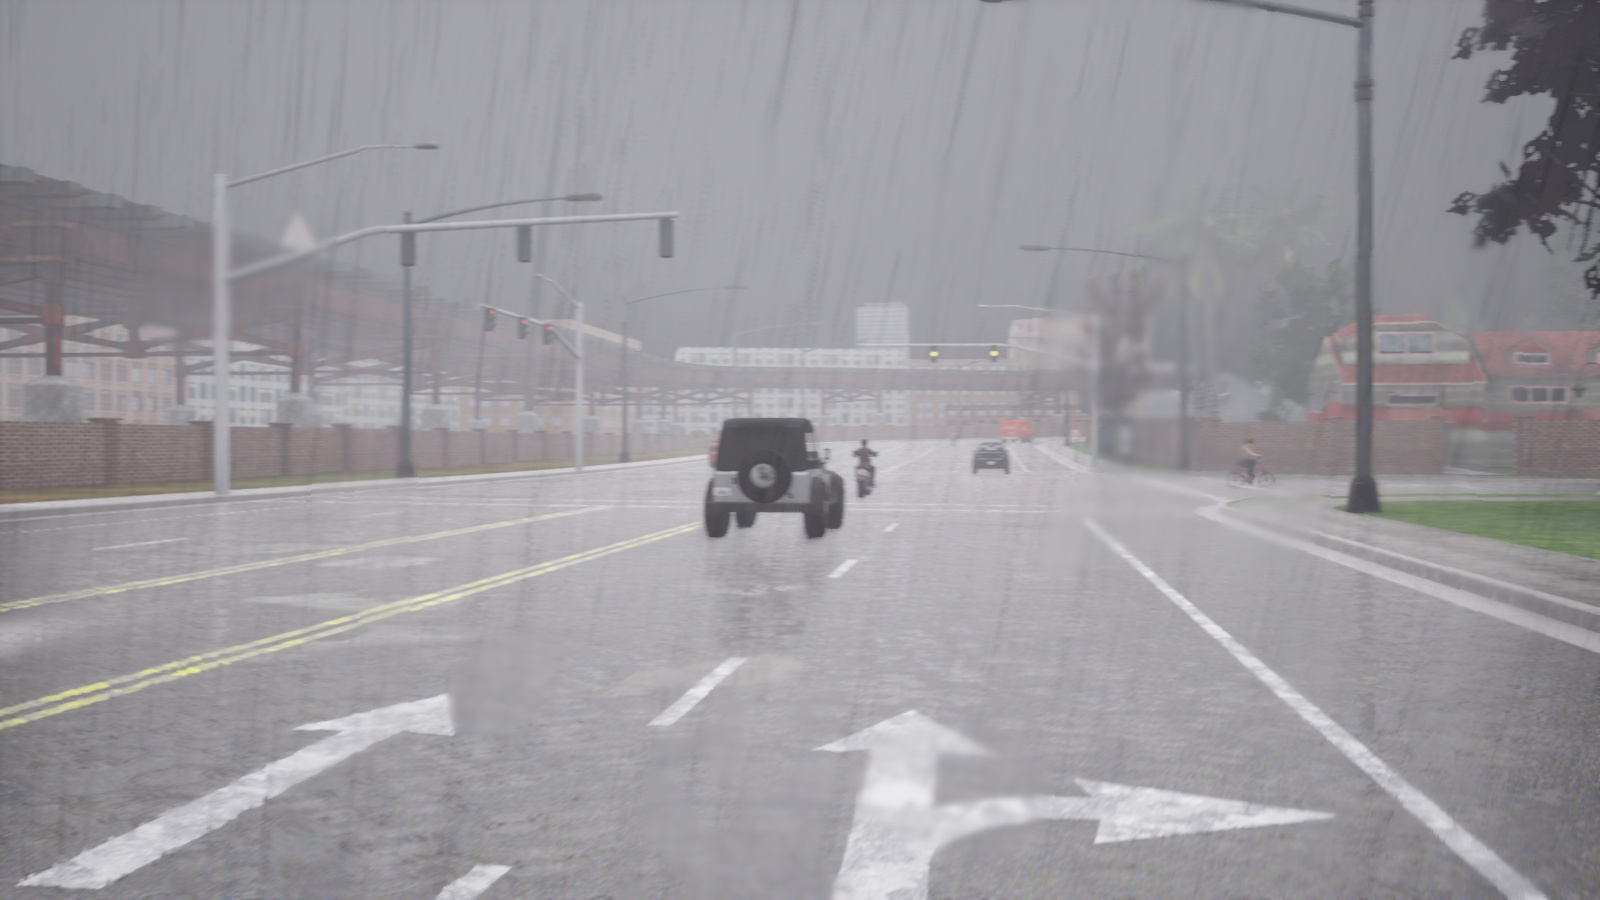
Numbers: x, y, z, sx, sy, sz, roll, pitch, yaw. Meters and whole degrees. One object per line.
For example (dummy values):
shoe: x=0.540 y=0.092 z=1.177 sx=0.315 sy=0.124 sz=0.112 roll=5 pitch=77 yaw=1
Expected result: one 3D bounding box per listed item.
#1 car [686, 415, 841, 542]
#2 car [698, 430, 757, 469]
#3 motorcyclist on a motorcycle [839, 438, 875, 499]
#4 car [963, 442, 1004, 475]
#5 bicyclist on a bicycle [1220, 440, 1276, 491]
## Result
car: x=-0.493 y=0.420 z=20.652 sx=1.905 sy=1.878 sz=3.866 roll=0 pitch=0 yaw=8
car: x=-3.967 y=-0.081 z=69.698 sx=2.150 sy=2.045 sz=5.566 roll=0 pitch=1 yaw=8
motorcyclist on a motorcycle: x=1.616 y=0.498 z=35.154 sx=0.766 sy=1.649 sz=2.350 roll=0 pitch=0 yaw=8
car: x=8.701 y=0.382 z=59.542 sx=1.816 sy=1.474 sz=4.193 roll=0 pitch=1 yaw=8
bicyclist on a bicycle: x=14.327 y=0.491 z=40.183 sx=1.509 sy=1.612 sz=0.866 roll=0 pitch=1 yaw=4
